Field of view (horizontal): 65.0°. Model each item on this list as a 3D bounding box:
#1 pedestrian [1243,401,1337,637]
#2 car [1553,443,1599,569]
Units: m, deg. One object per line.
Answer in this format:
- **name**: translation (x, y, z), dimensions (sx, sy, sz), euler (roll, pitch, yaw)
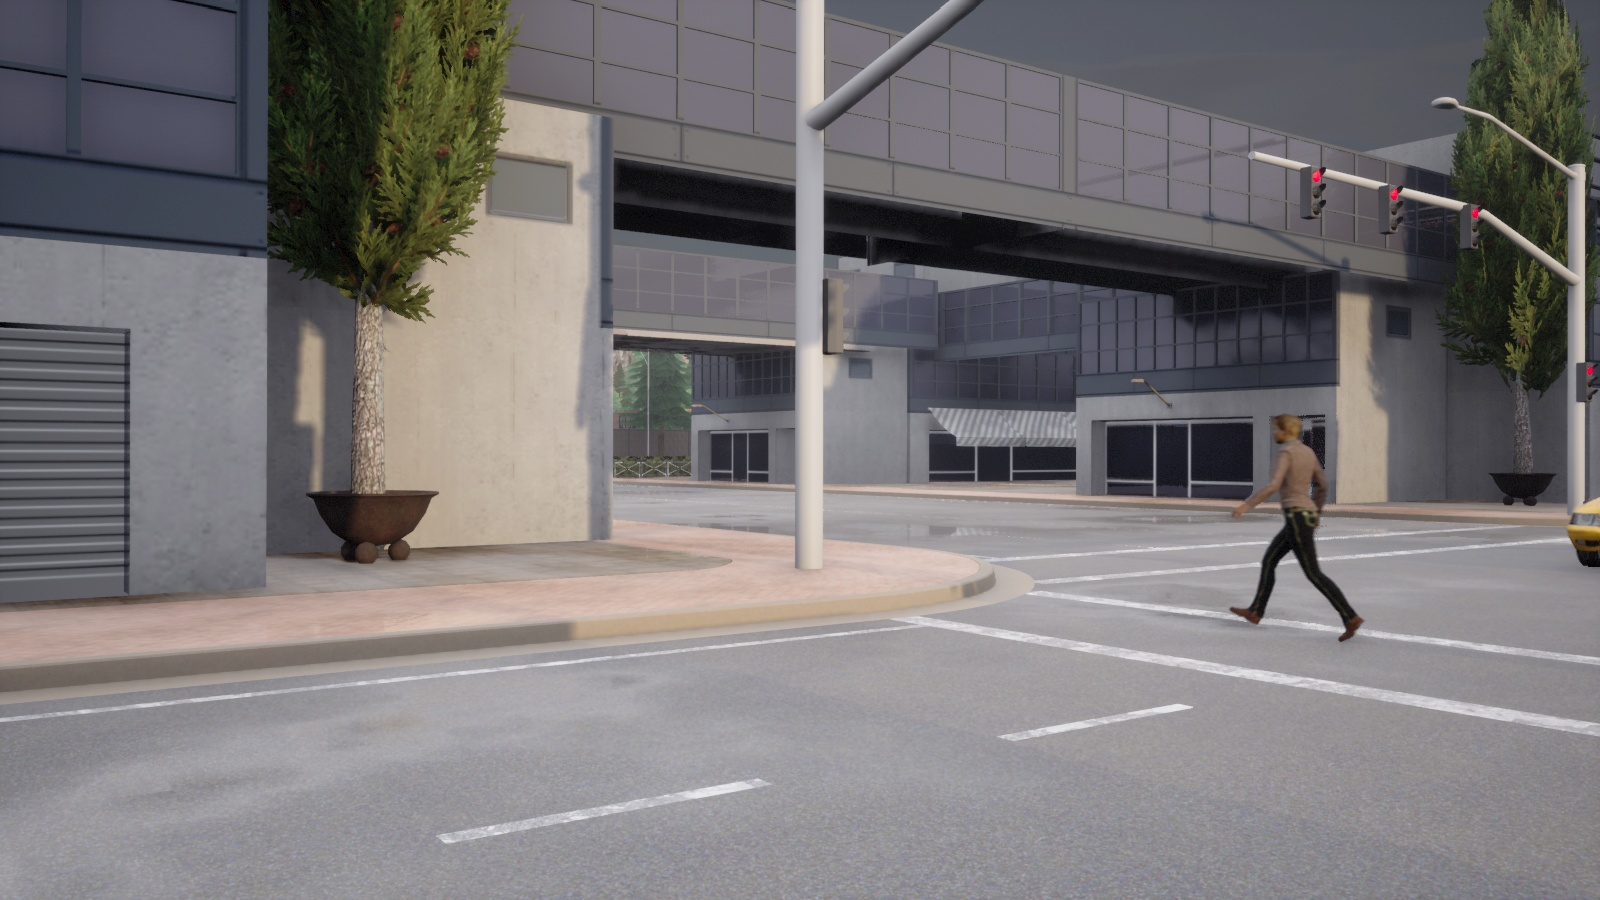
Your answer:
- **pedestrian**: translation (3.957, 0.541, 10.149), dimensions (0.634, 1.846, 0.331), euler (0, 0, 41)
- **car**: translation (12.353, 0.700, 16.985), dimensions (5.366, 1.575, 1.801), euler (0, 0, -36)
